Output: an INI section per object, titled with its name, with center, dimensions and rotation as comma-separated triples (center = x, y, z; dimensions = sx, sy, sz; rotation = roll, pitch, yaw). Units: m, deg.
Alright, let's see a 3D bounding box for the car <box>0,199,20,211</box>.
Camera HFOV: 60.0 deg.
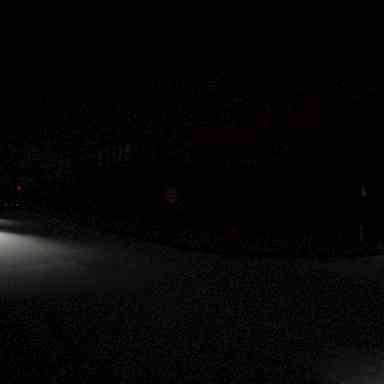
[car]
center = -22.250, 1.526, 40.275
dimensions = 2.033, 1.411, 5.357
rotation = 0, 0, -37
